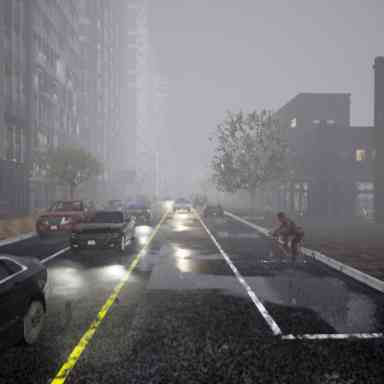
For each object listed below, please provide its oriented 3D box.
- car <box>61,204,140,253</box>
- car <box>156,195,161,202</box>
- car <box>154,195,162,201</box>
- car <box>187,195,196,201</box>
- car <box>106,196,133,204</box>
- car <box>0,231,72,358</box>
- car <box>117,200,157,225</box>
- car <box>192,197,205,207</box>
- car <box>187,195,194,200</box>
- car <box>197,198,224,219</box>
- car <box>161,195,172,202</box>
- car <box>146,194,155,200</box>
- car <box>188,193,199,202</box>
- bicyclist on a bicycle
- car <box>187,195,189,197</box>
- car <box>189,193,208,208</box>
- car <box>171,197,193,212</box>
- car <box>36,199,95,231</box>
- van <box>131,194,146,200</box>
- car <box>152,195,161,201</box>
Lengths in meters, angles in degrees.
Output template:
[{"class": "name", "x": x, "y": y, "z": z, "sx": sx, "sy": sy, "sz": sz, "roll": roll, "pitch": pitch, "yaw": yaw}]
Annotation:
[{"class": "car", "x": -3.520, "y": 1.463, "z": 13.855, "sx": 1.882, "sy": 1.535, "sz": 5.008, "roll": 0, "pitch": 0, "yaw": -2}, {"class": "car", "x": -7.979, "y": 1.469, "z": 68.125, "sx": 1.887, "sy": 1.381, "sz": 4.507, "roll": -1, "pitch": 0, "yaw": -2}, {"class": "car", "x": -8.540, "y": 1.430, "z": 84.550, "sx": 1.752, "sy": 1.417, "sz": 4.829, "roll": -1, "pitch": 0, "yaw": -2}, {"class": "car", "x": -0.169, "y": 1.470, "z": 84.994, "sx": 1.947, "sy": 1.339, "sz": 4.313, "roll": -1, "pitch": 0, "yaw": -2}, {"class": "car", "x": -6.645, "y": 1.409, "z": 28.676, "sx": 1.967, "sy": 1.590, "sz": 4.097, "roll": -1, "pitch": 0, "yaw": -2}, {"class": "car", "x": -3.173, "y": 1.489, "z": 3.466, "sx": 2.128, "sy": 1.511, "sz": 4.902, "roll": 0, "pitch": 0, "yaw": -2}, {"class": "car", "x": -3.858, "y": 1.538, "z": 23.859, "sx": 1.994, "sy": 1.385, "sz": 4.181, "roll": 0, "pitch": 0, "yaw": -2}, {"class": "car", "x": 0.958, "y": 1.467, "z": 51.976, "sx": 1.752, "sy": 1.417, "sz": 4.829, "roll": -1, "pitch": 0, "yaw": -2}, {"class": "car", "x": -0.358, "y": 1.479, "z": 90.525, "sx": 1.802, "sy": 1.307, "sz": 4.206, "roll": -1, "pitch": 0, "yaw": -2}, {"class": "car", "x": 1.756, "y": 1.519, "z": 28.946, "sx": 2.008, "sy": 1.369, "sz": 4.403, "roll": -1, "pitch": 0, "yaw": -2}, {"class": "car", "x": -5.406, "y": 1.414, "z": 71.974, "sx": 1.837, "sy": 1.490, "sz": 4.892, "roll": 0, "pitch": 0, "yaw": -2}, {"class": "car", "x": -7.415, "y": 1.258, "z": 51.530, "sx": 2.192, "sy": 1.841, "sz": 5.009, "roll": -1, "pitch": 0, "yaw": -2}, {"class": "car", "x": 0.205, "y": 1.232, "z": 73.931, "sx": 2.192, "sy": 1.841, "sz": 5.009, "roll": -1, "pitch": 0, "yaw": -2}, {"class": "bicyclist on a bicycle", "x": 2.752, "y": 1.412, "z": 9.670, "sx": 1.656, "sy": 1.620, "sz": 0.582, "roll": 0, "pitch": 0, "yaw": -2}, {"class": "car", "x": -1.586, "y": 1.471, "z": 49.361, "sx": 1.812, "sy": 1.442, "sz": 4.674, "roll": 0, "pitch": 0, "yaw": -2}, {"class": "car", "x": 1.149, "y": 1.264, "z": 46.275, "sx": 2.192, "sy": 1.841, "sz": 5.009, "roll": -1, "pitch": 0, "yaw": -2}, {"class": "car", "x": -1.197, "y": 1.558, "z": 38.847, "sx": 1.895, "sy": 1.301, "sz": 4.718, "roll": 0, "pitch": 0, "yaw": -2}, {"class": "car", "x": -6.359, "y": 1.296, "z": 17.610, "sx": 2.192, "sy": 1.841, "sz": 5.009, "roll": -1, "pitch": 0, "yaw": -2}, {"class": "van", "x": -7.037, "y": 1.297, "z": 40.467, "sx": 1.690, "sy": 1.788, "sz": 3.998, "roll": -1, "pitch": 0, "yaw": -2}, {"class": "car", "x": -8.351, "y": 1.437, "z": 79.018, "sx": 1.752, "sy": 1.417, "sz": 4.829, "roll": -1, "pitch": 0, "yaw": -2}]
